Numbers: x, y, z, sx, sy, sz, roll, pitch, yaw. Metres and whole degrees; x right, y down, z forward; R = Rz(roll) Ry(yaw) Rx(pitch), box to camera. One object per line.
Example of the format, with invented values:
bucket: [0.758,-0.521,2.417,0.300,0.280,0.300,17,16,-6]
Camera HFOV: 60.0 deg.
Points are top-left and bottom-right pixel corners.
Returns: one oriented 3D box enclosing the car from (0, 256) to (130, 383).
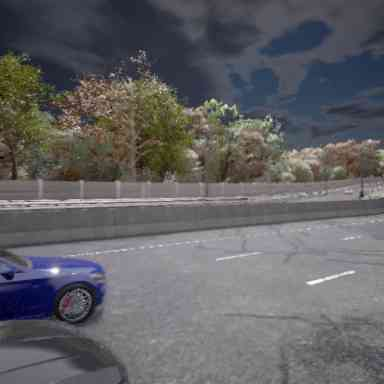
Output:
car: [-2.713,1.512,1.812,4.892,1.490,1.837,0,0,-35]

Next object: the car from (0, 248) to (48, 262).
car: [-3.722,1.526,5.395,4.674,1.442,1.812,0,0,-35]
